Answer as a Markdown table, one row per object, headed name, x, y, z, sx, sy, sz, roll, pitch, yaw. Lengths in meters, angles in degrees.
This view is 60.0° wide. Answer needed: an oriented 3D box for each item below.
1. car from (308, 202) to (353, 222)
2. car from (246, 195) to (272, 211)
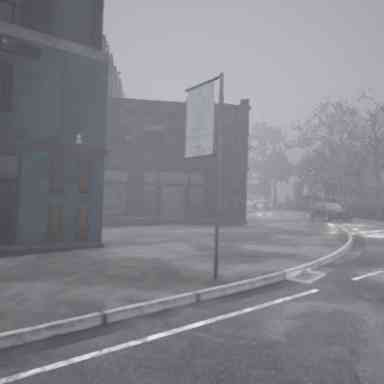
| name | x | y | z | sx | sy | sz | roll | pitch | yaw |
| --- | --- | --- | --- | --- | --- | --- | --- | --- | --- |
| car | 11.366 | 1.581 | 27.569 | 1.882 | 1.535 | 5.008 | 2 | 0 | -3 |
| car | 8.631 | 1.436 | 44.970 | 2.150 | 2.045 | 5.566 | 2 | -1 | -17 |
